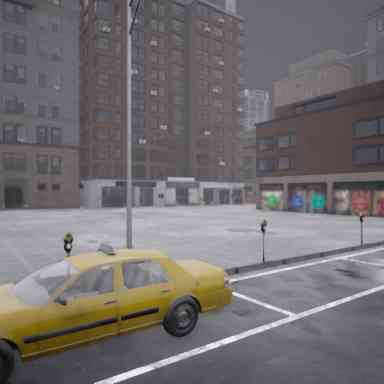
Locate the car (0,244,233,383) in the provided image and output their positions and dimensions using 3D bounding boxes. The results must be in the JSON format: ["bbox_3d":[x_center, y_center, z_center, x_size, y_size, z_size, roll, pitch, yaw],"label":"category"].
[{"bbox_3d":[-1.561,1.524,5.074,4.829,1.417,1.752,0,0,-35],"label":"car"}]
